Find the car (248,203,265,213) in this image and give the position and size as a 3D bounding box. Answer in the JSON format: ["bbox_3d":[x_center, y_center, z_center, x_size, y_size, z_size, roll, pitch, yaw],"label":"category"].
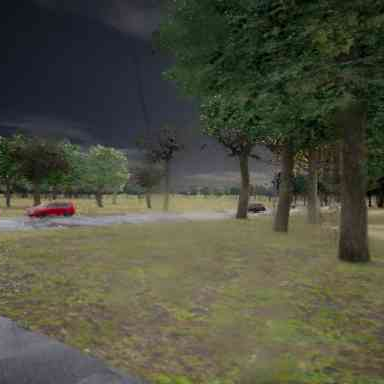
[{"bbox_3d":[13.336,3.268,68.301,2.150,2.045,5.566,1,-1,29],"label":"car"}]

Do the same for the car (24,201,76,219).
[{"bbox_3d":[-15.985,2.056,37.814,2.150,2.045,5.566,1,0,36],"label":"car"}]
